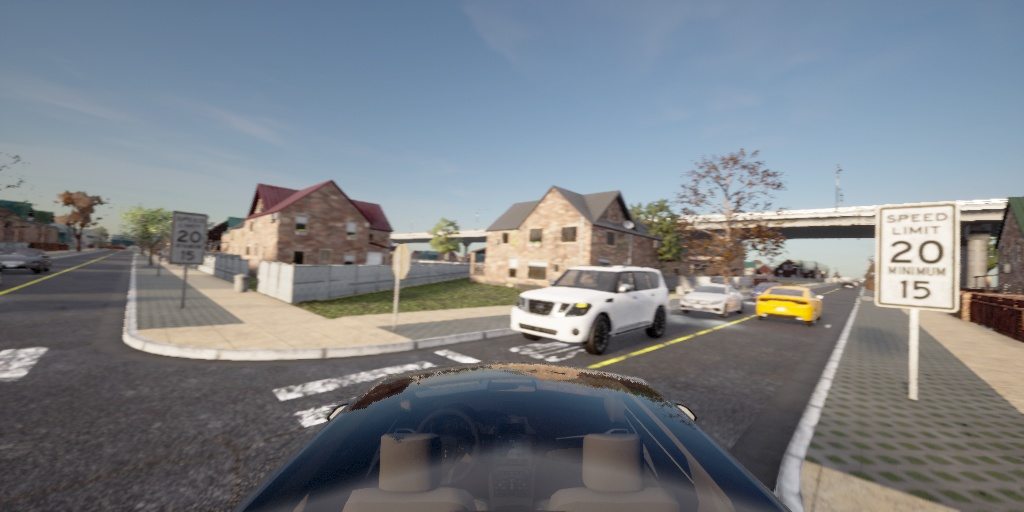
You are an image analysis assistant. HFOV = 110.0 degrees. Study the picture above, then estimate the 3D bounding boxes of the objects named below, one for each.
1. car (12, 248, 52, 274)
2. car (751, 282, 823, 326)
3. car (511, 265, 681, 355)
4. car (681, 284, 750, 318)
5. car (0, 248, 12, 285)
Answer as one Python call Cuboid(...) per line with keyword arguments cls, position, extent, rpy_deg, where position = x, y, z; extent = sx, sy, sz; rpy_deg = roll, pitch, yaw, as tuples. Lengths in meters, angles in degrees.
Cuboid(cls="car", position=(-30.263, 0.257, 22.203), extent=(4.902, 1.511, 2.128), rpy_deg=(2, -3, 44))
Cuboid(cls="car", position=(12.558, 2.117, 16.159), extent=(1.882, 1.535, 5.008), rpy_deg=(1, -2, 45))
Cuboid(cls="car", position=(2.466, 1.264, 9.982), extent=(2.150, 2.045, 5.566), rpy_deg=(1, -2, 44))
Cuboid(cls="car", position=(9.865, 2.082, 17.493), extent=(1.812, 1.442, 4.674), rpy_deg=(1, -2, 45))
Cuboid(cls="car", position=(-20.977, 0.476, 13.346), extent=(5.008, 1.535, 1.882), rpy_deg=(1, -3, 44))
